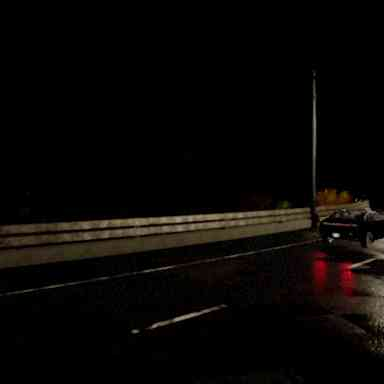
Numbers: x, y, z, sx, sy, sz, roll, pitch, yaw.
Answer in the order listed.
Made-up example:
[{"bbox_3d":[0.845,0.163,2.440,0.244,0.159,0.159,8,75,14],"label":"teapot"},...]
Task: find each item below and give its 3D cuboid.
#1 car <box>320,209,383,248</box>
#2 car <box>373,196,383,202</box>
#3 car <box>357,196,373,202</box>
[{"bbox_3d":[7.588,1.538,15.117,4.902,1.511,2.128,0,0,-43],"label":"car"},{"bbox_3d":[42.364,1.637,75.355,2.033,1.411,5.357,0,0,7],"label":"car"},{"bbox_3d":[38.902,1.649,75.866,1.994,1.385,4.181,0,0,7],"label":"car"}]
